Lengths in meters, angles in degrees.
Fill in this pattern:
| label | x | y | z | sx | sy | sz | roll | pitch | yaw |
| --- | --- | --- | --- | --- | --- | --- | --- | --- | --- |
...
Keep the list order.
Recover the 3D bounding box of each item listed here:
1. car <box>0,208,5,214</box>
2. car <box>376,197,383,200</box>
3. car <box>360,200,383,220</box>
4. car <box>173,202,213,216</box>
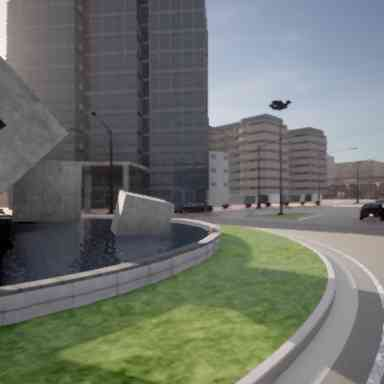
| label | x | y | z | sx | sy | sz | roll | pitch | yaw |
| --- | --- | --- | --- | --- | --- | --- | --- | --- | --- |
| car | -25.253 | 2.287 | 39.883 | 5.357 | 1.411 | 2.033 | -1 | -1 | 10 |
| car | 44.372 | 1.978 | 77.424 | 4.892 | 1.490 | 1.837 | 0 | -1 | -43 |
| car | 16.440 | 1.706 | 30.054 | 1.837 | 1.490 | 4.892 | -2 | -1 | 34 |
| car | 0.144 | 1.971 | 39.446 | 4.902 | 1.511 | 2.128 | 0 | -1 | -23 |
